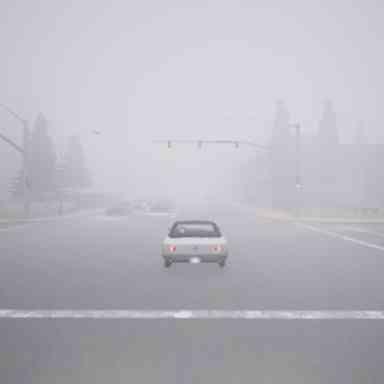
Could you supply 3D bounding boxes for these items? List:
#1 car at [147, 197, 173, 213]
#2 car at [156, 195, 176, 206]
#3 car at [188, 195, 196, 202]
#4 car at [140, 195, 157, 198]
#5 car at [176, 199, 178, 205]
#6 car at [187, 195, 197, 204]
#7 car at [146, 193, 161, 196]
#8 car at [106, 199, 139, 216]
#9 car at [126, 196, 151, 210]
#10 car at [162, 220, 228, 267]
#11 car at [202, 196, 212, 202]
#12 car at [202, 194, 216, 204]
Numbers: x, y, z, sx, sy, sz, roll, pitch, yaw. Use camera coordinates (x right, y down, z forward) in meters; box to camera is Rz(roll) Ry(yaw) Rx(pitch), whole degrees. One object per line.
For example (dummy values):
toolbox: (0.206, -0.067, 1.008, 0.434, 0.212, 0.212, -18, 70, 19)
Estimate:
car: (-3.609, 1.640, 38.417, 1.994, 1.385, 4.181, 0, 0, 0)
car: (-3.609, 1.598, 47.134, 1.837, 1.490, 4.892, 0, 0, -1)
car: (-0.045, 1.530, 76.411, 1.812, 1.442, 4.674, 0, 0, 0)
car: (-7.048, 1.670, 53.779, 1.994, 1.385, 4.181, 0, 0, 1)
car: (-3.534, 1.604, 57.331, 2.128, 1.511, 4.902, 0, 0, 0)
car: (-0.039, 1.656, 66.103, 1.812, 1.442, 4.674, 0, 0, 0)
car: (-7.038, 1.348, 64.271, 2.150, 2.045, 5.566, 0, 0, 0)
car: (-7.158, 1.614, 33.731, 2.033, 1.411, 5.357, 0, 0, 2)
car: (-7.108, 1.634, 43.802, 2.033, 1.411, 5.357, 0, 0, 0)
car: (0.091, 1.624, 11.513, 1.895, 1.301, 4.718, 0, 0, 0)
car: (3.455, 1.558, 76.413, 1.994, 1.385, 4.181, 0, 0, 0)
car: (3.461, 1.351, 65.762, 2.150, 2.045, 5.566, 0, 0, 0)
